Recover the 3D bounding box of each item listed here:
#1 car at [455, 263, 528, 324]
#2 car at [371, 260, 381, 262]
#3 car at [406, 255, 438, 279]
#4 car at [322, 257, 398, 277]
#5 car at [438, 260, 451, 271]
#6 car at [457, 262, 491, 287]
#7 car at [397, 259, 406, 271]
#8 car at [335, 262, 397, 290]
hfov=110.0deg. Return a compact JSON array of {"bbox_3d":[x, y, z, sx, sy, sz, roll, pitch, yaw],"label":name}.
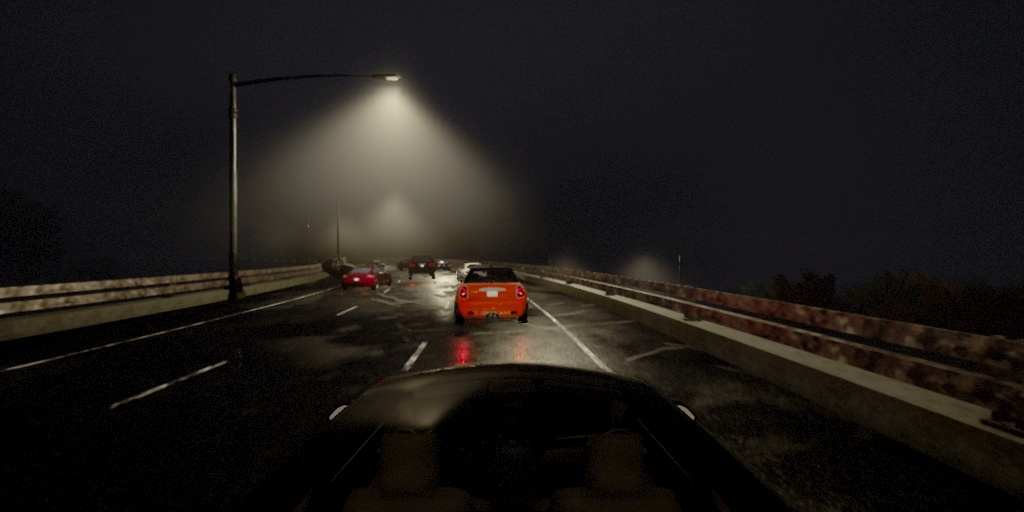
[{"bbox_3d":[-0.763,1.071,12.058,2.097,1.767,4.553,0,0,-6],"label":"car"},{"bbox_3d":[-18.414,1.208,48.485,1.994,1.385,4.181,0,0,-26],"label":"car"},{"bbox_3d":[-8.050,0.897,31.823,2.150,2.045,5.566,0,0,-16],"label":"car"},{"bbox_3d":[-11.439,1.286,26.571,4.902,1.511,2.128,16,0,-13],"label":"car"},{"bbox_3d":[-9.091,1.184,45.085,2.033,1.411,5.357,0,0,-23],"label":"car"},{"bbox_3d":[-2.782,1.210,25.320,1.812,1.442,4.674,0,0,-13],"label":"car"},{"bbox_3d":[-14.299,1.116,48.041,1.882,1.535,5.008,0,0,-25],"label":"car"},{"bbox_3d":[-8.787,1.270,22.035,1.994,1.385,4.181,0,0,-3],"label":"car"}]
